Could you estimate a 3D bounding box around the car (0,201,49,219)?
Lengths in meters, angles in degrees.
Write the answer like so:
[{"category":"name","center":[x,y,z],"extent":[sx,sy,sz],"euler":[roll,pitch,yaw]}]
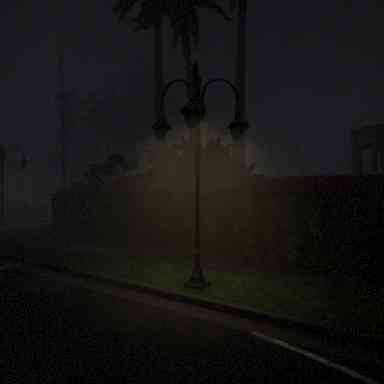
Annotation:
[{"category":"car","center":[-14.199,1.396,27.031],"extent":[1.895,1.301,4.718],"euler":[0,0,37]}]
